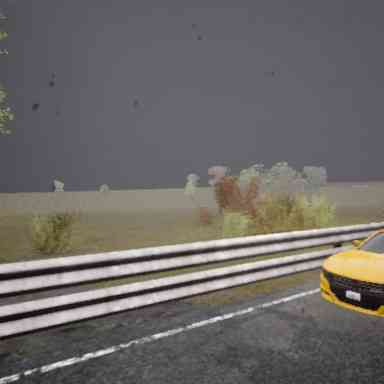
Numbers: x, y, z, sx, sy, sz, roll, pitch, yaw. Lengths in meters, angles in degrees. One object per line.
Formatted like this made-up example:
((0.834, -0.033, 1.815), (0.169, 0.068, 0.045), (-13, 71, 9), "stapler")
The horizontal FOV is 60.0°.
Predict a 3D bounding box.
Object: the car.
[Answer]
((4.759, 1.475, 7.060), (5.008, 1.535, 1.882), (0, 0, -35), "car")
